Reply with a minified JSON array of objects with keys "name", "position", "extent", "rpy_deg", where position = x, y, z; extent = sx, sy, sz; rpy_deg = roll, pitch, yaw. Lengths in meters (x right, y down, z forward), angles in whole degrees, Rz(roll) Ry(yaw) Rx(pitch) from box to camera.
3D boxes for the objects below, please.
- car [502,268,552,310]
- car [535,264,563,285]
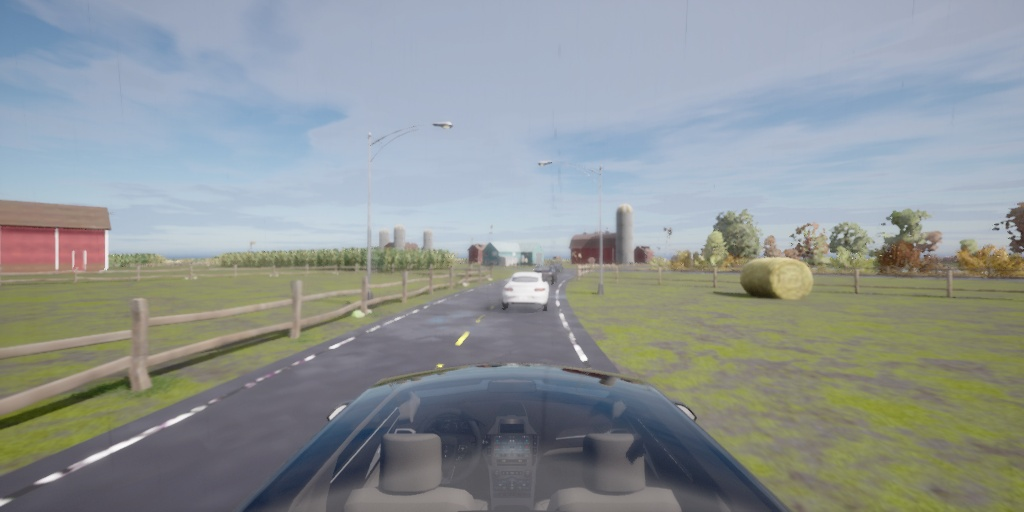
[{"name":"car","position":[0.677,1.414,15.544],"extent":[1.812,1.442,4.674],"rpy_deg":[0,0,6]},{"name":"car","position":[2.769,1.530,29.843],"extent":[2.128,1.511,4.902],"rpy_deg":[0,0,12]}]
